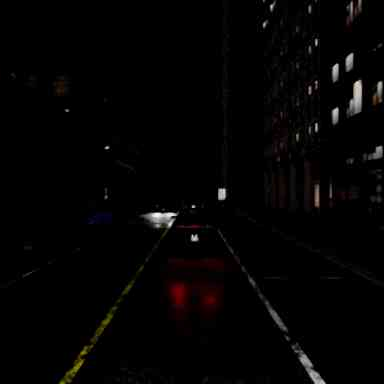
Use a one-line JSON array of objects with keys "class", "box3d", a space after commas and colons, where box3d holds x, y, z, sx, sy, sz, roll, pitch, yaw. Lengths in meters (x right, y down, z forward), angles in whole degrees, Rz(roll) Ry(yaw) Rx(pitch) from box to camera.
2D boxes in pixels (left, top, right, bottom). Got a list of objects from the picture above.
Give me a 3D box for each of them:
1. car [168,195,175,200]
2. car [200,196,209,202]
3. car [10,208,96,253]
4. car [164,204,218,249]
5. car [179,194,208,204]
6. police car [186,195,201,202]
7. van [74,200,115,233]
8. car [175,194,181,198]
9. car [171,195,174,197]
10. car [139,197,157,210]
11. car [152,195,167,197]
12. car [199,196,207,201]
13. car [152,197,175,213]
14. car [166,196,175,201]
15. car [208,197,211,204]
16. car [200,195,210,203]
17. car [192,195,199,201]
[{"class": "car", "box3d": [-5.595, 1.584, 92.640, 1.752, 1.417, 4.829, 0, 0, 0]}, {"class": "car", "box3d": [2.768, 1.591, 75.856, 2.008, 1.369, 4.403, 0, 0, 0]}, {"class": "car", "box3d": [-5.676, 1.568, 13.729, 1.947, 1.339, 4.313, 0, 0, 0]}, {"class": "car", "box3d": [0.104, 1.495, 14.610, 2.128, 1.511, 4.902, 0, 0, 0]}, {"class": "car", "box3d": [0.125, 1.358, 31.357, 2.097, 1.767, 4.553, 0, 0, 0]}, {"class": "police car", "box3d": [0.326, 1.464, 75.356, 1.930, 1.638, 5.238, 0, 0, -18]}, {"class": "van", "box3d": [-5.670, 1.344, 19.379, 1.690, 1.788, 3.998, 0, 0, 0]}, {"class": "car", "box3d": [-2.918, 1.182, 79.279, 1.812, 1.442, 4.674, 0, 0, 0]}, {"class": "car", "box3d": [-5.612, 1.590, 75.863, 2.008, 1.369, 4.403, 0, 0, 0]}, {"class": "car", "box3d": [-5.647, 1.592, 41.972, 1.802, 1.307, 4.206, 0, 0, 0]}, {"class": "car", "box3d": [-5.636, 1.335, 53.270, 2.192, 1.841, 5.009, 0, 0, 0]}, {"class": "car", "box3d": [2.780, 1.619, 87.152, 1.947, 1.339, 4.313, 0, 0, 0]}, {"class": "car", "box3d": [-3.056, 1.609, 38.084, 1.895, 1.301, 4.718, 0, 0, 0]}, {"class": "car", "box3d": [-5.601, 1.617, 87.161, 1.947, 1.339, 4.313, 0, 0, 0]}, {"class": "car", "box3d": [2.757, 1.555, 64.728, 1.752, 1.417, 4.829, 0, 0, 0]}, {"class": "car", "box3d": [2.763, 1.475, 70.206, 1.967, 1.590, 4.097, 0, 0, 0]}, {"class": "car", "box3d": [0.869, 1.555, 85.387, 1.837, 1.490, 4.892, 0, 0, 1]}]
